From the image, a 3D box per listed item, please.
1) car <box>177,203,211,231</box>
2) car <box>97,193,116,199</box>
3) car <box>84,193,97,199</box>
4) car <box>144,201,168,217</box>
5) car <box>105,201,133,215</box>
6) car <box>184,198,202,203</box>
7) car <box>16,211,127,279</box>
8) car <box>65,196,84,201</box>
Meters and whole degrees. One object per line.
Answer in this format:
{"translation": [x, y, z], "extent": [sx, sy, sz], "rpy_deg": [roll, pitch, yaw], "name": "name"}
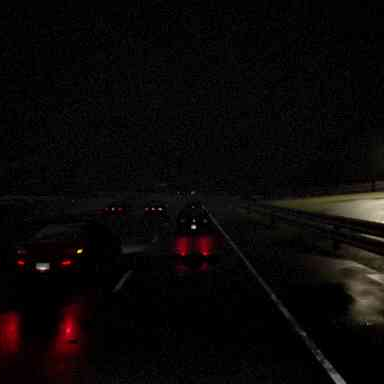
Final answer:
{"translation": [0.103, 1.603, 20.336], "extent": [1.895, 1.301, 4.718], "rpy_deg": [0, 0, 0], "name": "car"}
{"translation": [-17.490, 1.289, 69.725], "extent": [2.150, 2.045, 5.566], "rpy_deg": [0, 0, 0], "name": "car"}
{"translation": [-20.990, 1.289, 69.725], "extent": [2.150, 2.045, 5.566], "rpy_deg": [0, 0, 0], "name": "car"}
{"translation": [-3.396, 1.554, 31.566], "extent": [2.033, 1.411, 5.357], "rpy_deg": [0, 0, 0], "name": "car"}
{"translation": [-6.895, 1.554, 31.572], "extent": [2.033, 1.411, 5.357], "rpy_deg": [0, 0, 0], "name": "car"}
{"translation": [0.106, 1.490, 38.651], "extent": [1.882, 1.535, 5.008], "rpy_deg": [0, 0, 0], "name": "car"}
{"translation": [-3.399, 1.527, 9.882], "extent": [1.812, 1.442, 4.674], "rpy_deg": [0, 0, 0], "name": "car"}
{"translation": [-24.491, 1.566, 68.366], "extent": [1.837, 1.490, 4.892], "rpy_deg": [0, 0, 0], "name": "car"}
